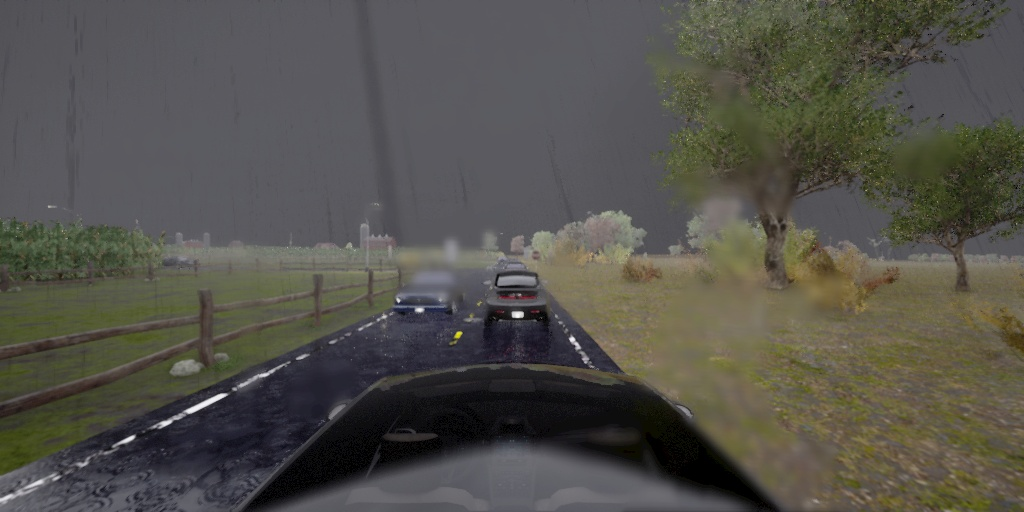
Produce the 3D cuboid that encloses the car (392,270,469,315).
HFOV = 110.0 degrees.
[{"bbox_3d":[-2.775,1.237,13.475,2.033,1.411,5.357,0,0,0],"label":"car"}]

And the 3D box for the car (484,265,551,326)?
[{"bbox_3d":[0.162,1.207,11.513,1.837,1.490,4.892,0,1,0],"label":"car"}]

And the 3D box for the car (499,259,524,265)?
[{"bbox_3d":[0.263,1.174,27.175,2.033,1.411,5.357,0,0,0],"label":"car"}]

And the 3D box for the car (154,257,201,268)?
[{"bbox_3d":[-42.247,0.793,44.872,5.357,1.411,2.033,0,1,0],"label":"car"}]
